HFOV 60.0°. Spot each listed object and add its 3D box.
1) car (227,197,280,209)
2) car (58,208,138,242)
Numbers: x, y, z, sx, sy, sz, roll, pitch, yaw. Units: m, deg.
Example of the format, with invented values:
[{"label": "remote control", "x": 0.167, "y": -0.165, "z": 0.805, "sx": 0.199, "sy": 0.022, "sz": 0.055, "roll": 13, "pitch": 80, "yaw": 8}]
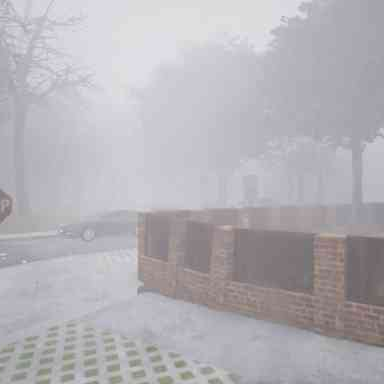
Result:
[{"label": "car", "x": 4.776, "y": 1.448, "z": 25.942, "sx": 5.566, "sy": 2.045, "sz": 2.150, "roll": 1, "pitch": -1, "yaw": -44}, {"label": "car", "x": -4.383, "y": 1.620, "z": 17.222, "sx": 4.892, "sy": 1.490, "sz": 1.837, "roll": 1, "pitch": -1, "yaw": -44}]
